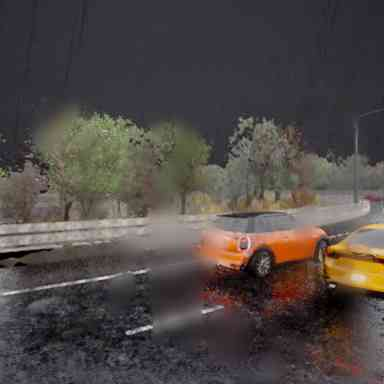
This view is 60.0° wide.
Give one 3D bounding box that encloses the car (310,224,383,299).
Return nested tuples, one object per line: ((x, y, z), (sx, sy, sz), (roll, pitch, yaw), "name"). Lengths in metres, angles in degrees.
((5.076, 1.508, 8.024), (5.008, 1.535, 1.882), (0, 0, -41), "car")

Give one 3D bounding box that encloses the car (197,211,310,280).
((2.383, 1.381, 10.337), (4.553, 1.767, 2.097), (0, 0, -40), "car")
